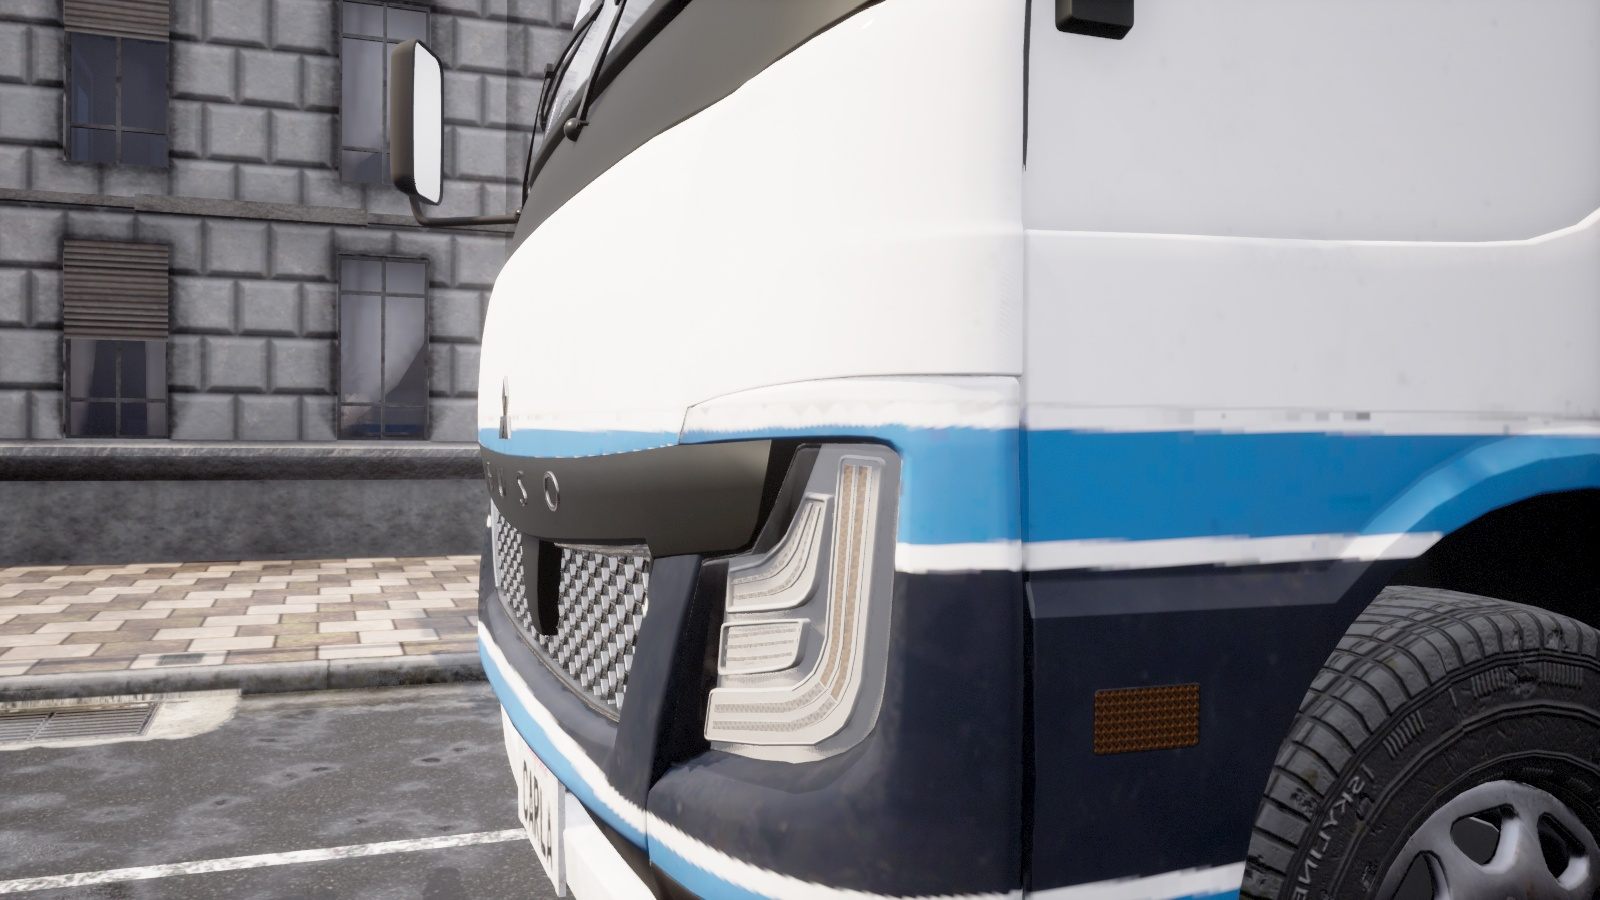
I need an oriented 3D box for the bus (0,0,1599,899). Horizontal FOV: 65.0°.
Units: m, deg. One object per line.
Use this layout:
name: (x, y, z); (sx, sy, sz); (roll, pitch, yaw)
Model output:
bus: (3.496, -0.691, 4.578); (10.273, 4.253, 3.944); (-1, 1, -21)
